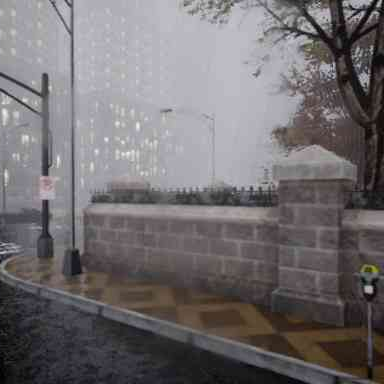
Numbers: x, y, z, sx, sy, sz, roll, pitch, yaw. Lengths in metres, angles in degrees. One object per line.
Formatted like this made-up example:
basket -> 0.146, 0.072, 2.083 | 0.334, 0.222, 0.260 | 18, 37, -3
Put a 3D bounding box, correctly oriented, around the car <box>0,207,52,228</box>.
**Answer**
car -> -13.012, 1.831, 24.666 | 1.895, 1.301, 4.718 | 0, -1, 34
